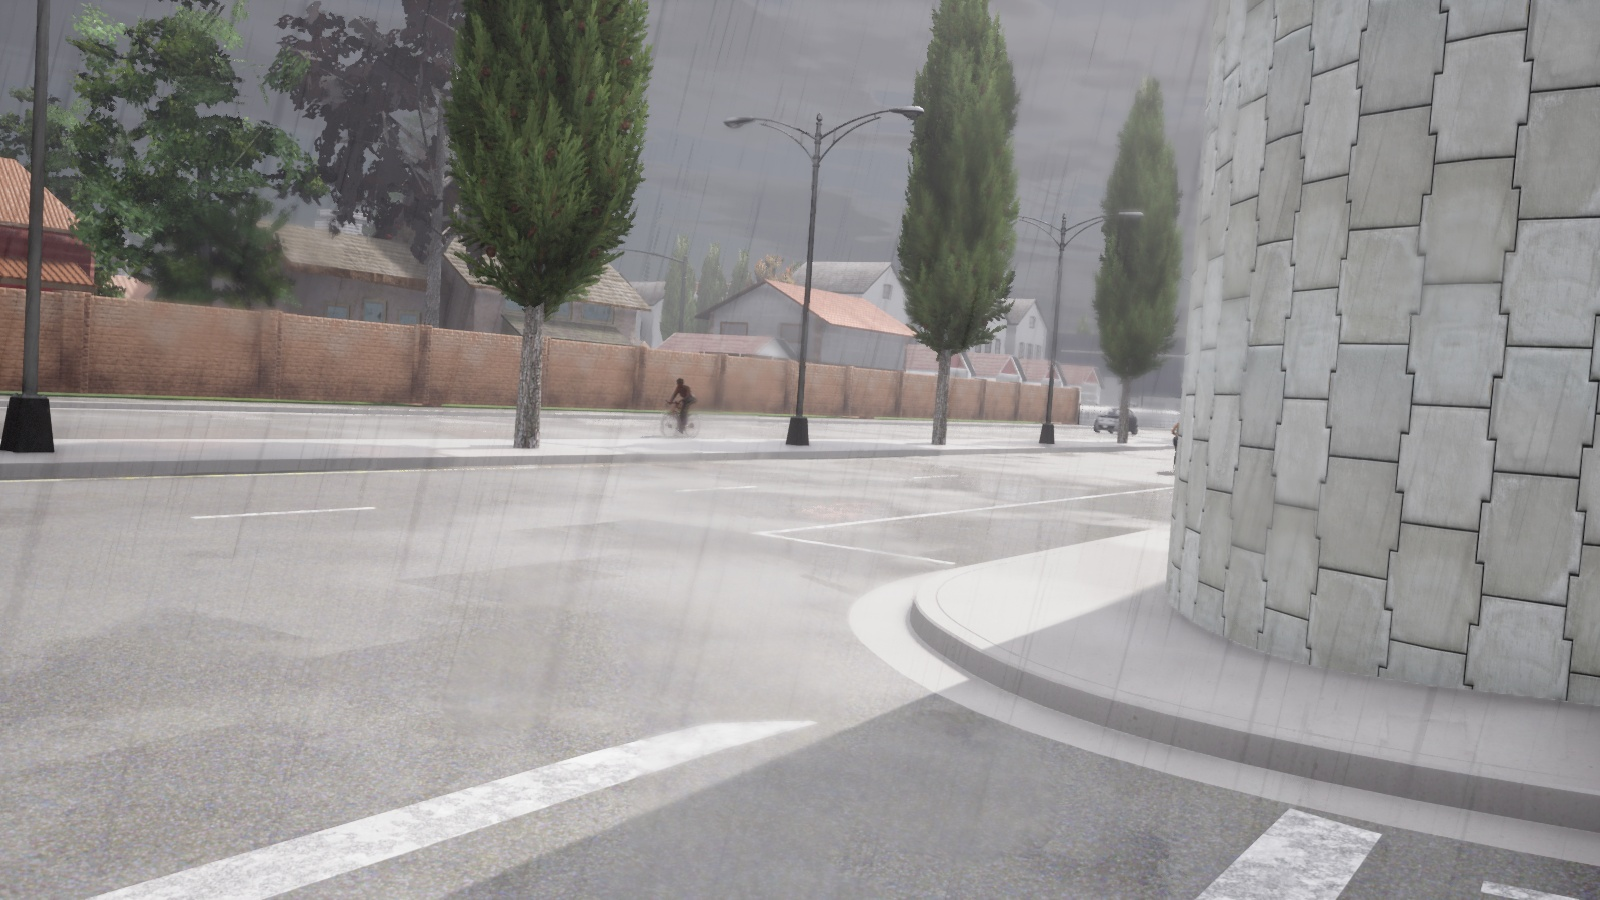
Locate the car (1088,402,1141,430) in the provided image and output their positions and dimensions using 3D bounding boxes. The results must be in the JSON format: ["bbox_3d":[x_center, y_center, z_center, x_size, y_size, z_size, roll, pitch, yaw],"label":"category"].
[{"bbox_3d":[18.614,-2.002,74.216,1.845,1.501,3.633,5,4,33],"label":"car"}]

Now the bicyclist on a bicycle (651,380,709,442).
[{"bbox_3d":[-3.202,-1.049,33.709,0.582,1.620,1.656,5,4,33],"label":"bicyclist on a bicycle"}]
